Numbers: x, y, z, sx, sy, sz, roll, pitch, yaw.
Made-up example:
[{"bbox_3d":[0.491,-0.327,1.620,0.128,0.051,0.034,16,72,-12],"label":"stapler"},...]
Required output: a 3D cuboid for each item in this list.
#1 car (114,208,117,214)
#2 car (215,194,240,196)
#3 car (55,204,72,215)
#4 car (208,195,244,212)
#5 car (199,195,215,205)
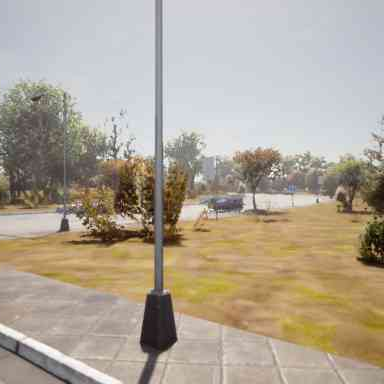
[{"bbox_3d":[-8.843,1.552,32.730,1.994,1.385,4.181,0,0,39],"label":"car"},{"bbox_3d":[6.049,1.110,51.180,2.097,1.767,4.553,0,1,39],"label":"car"},{"bbox_3d":[-11.826,1.513,34.606,1.812,1.442,4.674,0,0,39],"label":"car"},{"bbox_3d":[4.223,1.450,37.629,1.812,1.442,4.674,0,1,39],"label":"car"},{"bbox_3d":[3.032,1.258,53.008,2.128,1.511,4.902,0,1,39],"label":"car"}]
